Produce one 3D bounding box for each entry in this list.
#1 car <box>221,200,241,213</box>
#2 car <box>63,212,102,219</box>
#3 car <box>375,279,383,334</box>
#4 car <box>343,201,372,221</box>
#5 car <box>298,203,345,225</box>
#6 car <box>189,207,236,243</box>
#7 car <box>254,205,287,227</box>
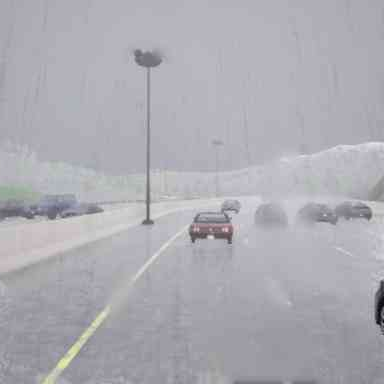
[{"bbox_3d":[4.376,1.559,37.065,2.033,1.411,5.357,0,0,13],"label":"car"},{"bbox_3d":[-8.505,1.547,25.995,1.994,1.385,4.181,0,0,8],"label":"car"},{"bbox_3d":[3.721,1.500,3.230,2.128,1.511,4.902,0,0,1],"label":"car"},{"bbox_3d":[13.178,1.522,27.420,2.128,1.511,4.902,0,0,10],"label":"car"},{"bbox_3d":[9.061,1.569,24.197,2.033,1.411,5.357,0,0,9],"label":"car"},{"bbox_3d":[1.012,1.604,16.187,1.895,1.301,4.718,0,0,6],"label":"car"},{"bbox_3d":[5.302,1.560,22.683,2.033,1.411,5.357,0,0,8],"label":"car"}]
